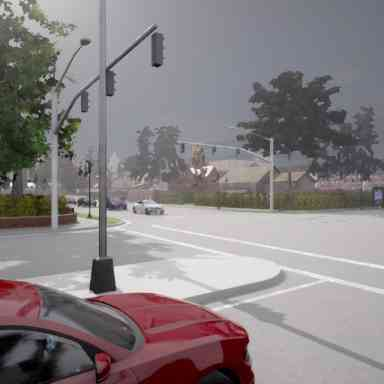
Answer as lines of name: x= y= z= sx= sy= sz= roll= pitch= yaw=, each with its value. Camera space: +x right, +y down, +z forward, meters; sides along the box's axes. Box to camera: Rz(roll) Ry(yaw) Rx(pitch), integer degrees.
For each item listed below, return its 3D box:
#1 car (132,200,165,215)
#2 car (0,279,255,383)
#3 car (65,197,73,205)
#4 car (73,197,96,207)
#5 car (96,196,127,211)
car: x=-4.613 y=1.525 z=34.387 sx=1.812 sy=1.442 sz=4.674 roll=0 pitch=0 yaw=-35
car: x=-1.684 y=1.478 z=2.567 sx=5.008 sy=1.535 sz=1.882 roll=0 pitch=0 yaw=-35
car: x=-21.679 y=1.563 z=58.025 sx=1.994 sy=1.385 sz=4.181 roll=0 pitch=0 yaw=-35
car: x=-15.782 y=1.504 z=49.831 sx=1.837 sy=1.490 sz=4.892 roll=0 pitch=0 yaw=-36
car: x=-9.820 y=1.351 z=41.591 sx=2.097 sy=1.767 sz=4.553 roll=0 pitch=0 yaw=-36
